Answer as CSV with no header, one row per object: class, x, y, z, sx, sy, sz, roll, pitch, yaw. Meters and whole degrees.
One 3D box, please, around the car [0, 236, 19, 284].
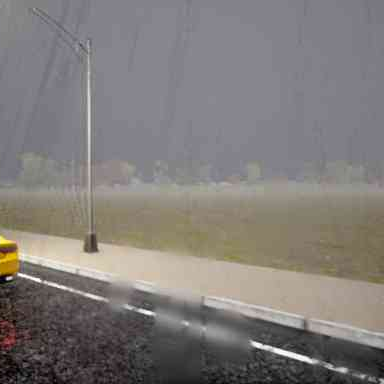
car,-6.250,1.445,8.264,5.008,1.535,1.882,0,0,36
